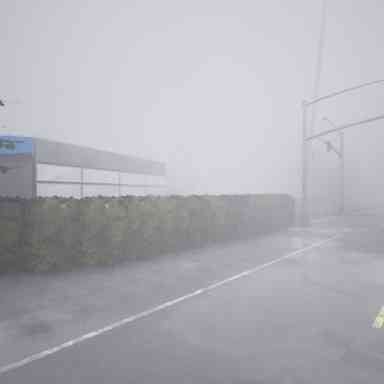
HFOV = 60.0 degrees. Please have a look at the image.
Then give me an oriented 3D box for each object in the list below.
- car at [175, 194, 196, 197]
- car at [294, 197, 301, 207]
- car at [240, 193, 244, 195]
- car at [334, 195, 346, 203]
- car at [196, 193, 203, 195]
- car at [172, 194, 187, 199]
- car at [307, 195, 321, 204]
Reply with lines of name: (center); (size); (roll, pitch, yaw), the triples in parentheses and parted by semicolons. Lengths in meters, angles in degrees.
car: (-1.875, 1.296, 66.108); (2.007, 1.523, 4.514); (0, 0, 38)
car: (13.036, 1.338, 44.656); (2.007, 1.523, 4.514); (0, 0, 38)
car: (12.034, 1.074, 78.193); (1.905, 1.878, 3.866); (0, 0, 38)
car: (29.106, 1.371, 65.139); (1.845, 1.501, 3.633); (0, 0, 38)
car: (1.971, 1.151, 86.094); (2.152, 1.636, 5.027); (0, 0, 38)
car: (-3.277, 1.229, 89.803); (1.970, 1.475, 3.806); (0, 0, 38)
car: (22.179, 1.382, 61.143); (1.970, 1.475, 3.806); (0, 0, 38)
